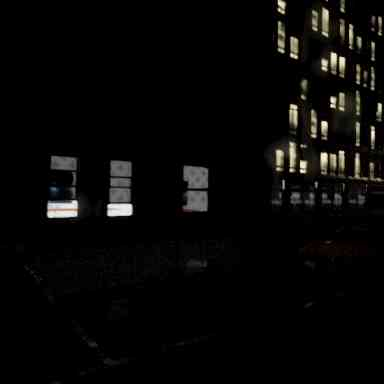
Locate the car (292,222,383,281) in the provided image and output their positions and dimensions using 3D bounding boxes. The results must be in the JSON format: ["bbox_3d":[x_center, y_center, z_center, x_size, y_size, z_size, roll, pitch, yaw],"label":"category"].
[{"bbox_3d":[5.081,1.628,10.190,4.829,1.417,1.752,1,0,-36],"label":"car"}]

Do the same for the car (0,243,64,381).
[{"bbox_3d":[-3.793,1.431,3.849,4.097,1.590,1.967,1,0,-36],"label":"car"}]
